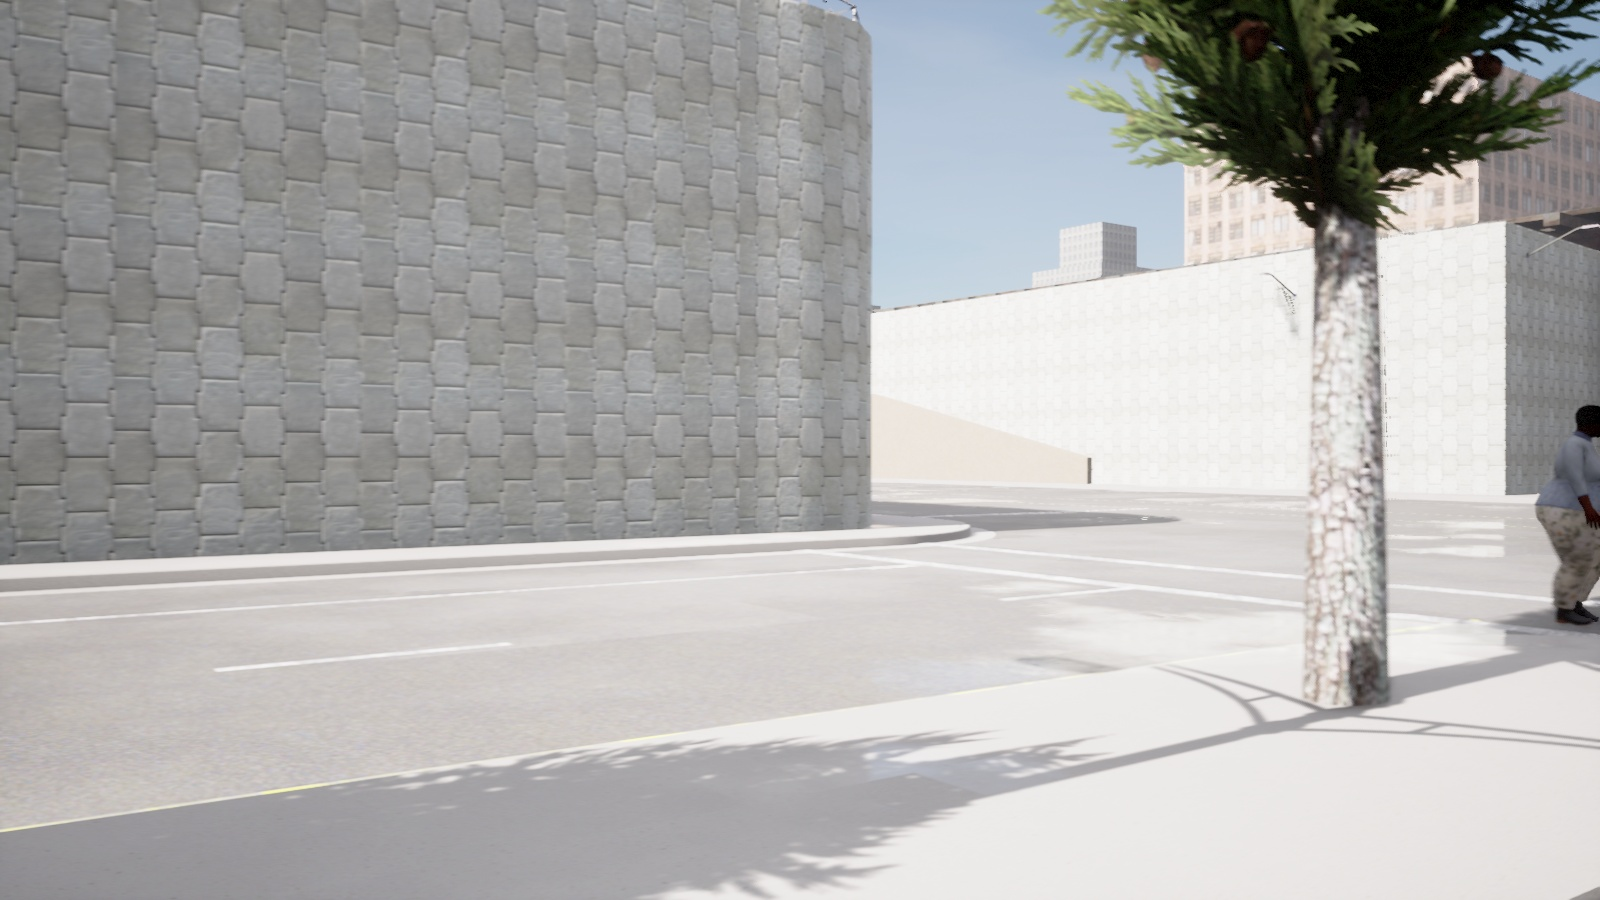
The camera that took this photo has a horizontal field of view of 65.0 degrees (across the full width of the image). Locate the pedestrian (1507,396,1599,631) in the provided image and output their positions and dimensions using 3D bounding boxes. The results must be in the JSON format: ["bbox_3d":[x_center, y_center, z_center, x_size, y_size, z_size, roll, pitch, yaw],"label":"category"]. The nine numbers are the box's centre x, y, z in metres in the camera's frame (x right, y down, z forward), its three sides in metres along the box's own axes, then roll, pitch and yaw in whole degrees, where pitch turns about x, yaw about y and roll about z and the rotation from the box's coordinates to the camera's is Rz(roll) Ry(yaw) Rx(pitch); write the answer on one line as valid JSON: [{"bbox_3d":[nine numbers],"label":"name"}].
[{"bbox_3d":[6.411,0.502,10.407,0.900,1.855,0.874,0,0,34],"label":"pedestrian"}]
